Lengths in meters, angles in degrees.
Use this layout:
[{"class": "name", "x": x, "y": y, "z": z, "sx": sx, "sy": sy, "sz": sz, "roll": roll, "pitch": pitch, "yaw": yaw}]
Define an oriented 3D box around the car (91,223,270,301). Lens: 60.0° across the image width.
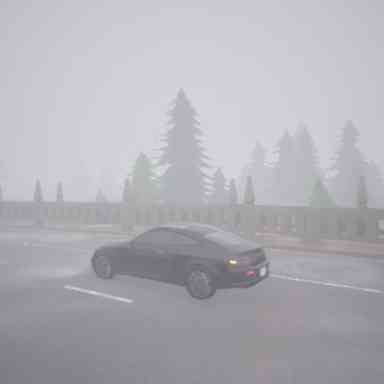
[{"class": "car", "x": -0.442, "y": 1.494, "z": 8.218, "sx": 4.674, "sy": 1.442, "sz": 1.812, "roll": 0, "pitch": 0, "yaw": 33}]
